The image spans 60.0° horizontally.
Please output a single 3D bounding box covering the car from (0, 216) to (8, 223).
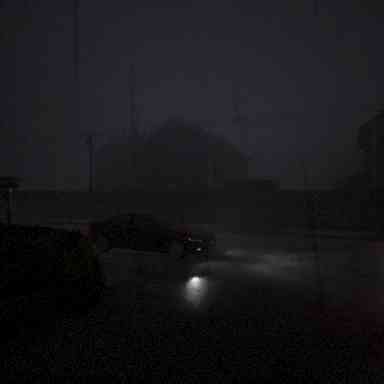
[{"bbox_3d":[-11.635,1.481,17.189,4.902,1.511,2.128,0,0,26],"label":"car"}]

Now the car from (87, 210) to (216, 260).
[{"bbox_3d":[-1.562,1.450,12.380,5.008,1.535,1.882,0,0,25],"label":"car"}]
